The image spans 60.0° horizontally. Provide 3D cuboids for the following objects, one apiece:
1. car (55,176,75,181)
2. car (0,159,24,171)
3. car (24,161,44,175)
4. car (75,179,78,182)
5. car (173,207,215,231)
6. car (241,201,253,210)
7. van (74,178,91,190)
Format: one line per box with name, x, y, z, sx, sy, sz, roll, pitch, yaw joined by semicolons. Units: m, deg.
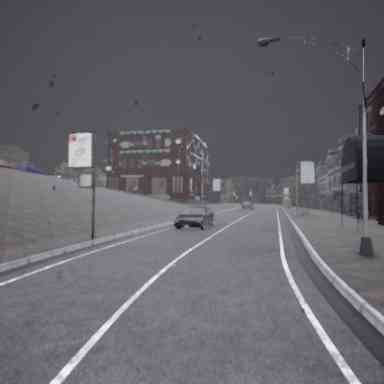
car;-21.733;-1.961;55.344;2.002;1.452;4.674;0;-3;1
car;-22.277;-2.953;38.729;2.185;1.767;4.553;0;-2;4
car;-21.963;-2.822;44.330;2.435;2.045;5.566;0;-3;3
car;-21.774;-1.642;60.878;2.002;1.452;4.674;0;-3;-1
car;0.326;1.699;22.319;2.033;1.411;5.357;0;-1;14
car;10.144;2.450;61.165;1.837;1.490;4.892;0;-1;15
van;-21.900;-1.559;66.553;1.878;1.987;4.442;0;-3;-1
